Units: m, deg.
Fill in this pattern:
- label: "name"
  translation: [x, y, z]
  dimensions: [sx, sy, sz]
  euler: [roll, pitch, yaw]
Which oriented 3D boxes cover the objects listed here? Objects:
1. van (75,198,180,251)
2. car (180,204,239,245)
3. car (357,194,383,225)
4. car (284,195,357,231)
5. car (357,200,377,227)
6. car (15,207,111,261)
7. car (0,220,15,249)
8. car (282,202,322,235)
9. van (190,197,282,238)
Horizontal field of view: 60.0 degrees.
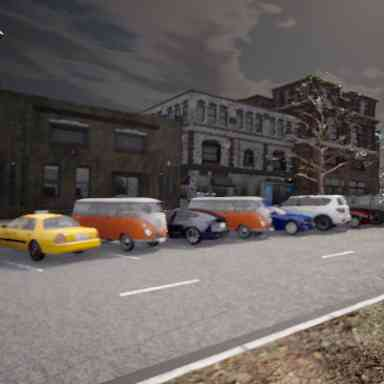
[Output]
- label: "van"
  translation: [-2.932, 1.241, 13.750]
  dimensions: [4.442, 1.987, 1.878]
  euler: [-1, -1, 35]
- label: "car"
  translation: [-0.584, 1.502, 15.550]
  dimensions: [4.792, 1.488, 2.163]
  euler: [-1, -1, 35]
- label: "car"
  translation: [11.762, 1.243, 24.129]
  dimensions: [5.566, 2.045, 2.435]
  euler: [-1, -1, 35]
- label: "car"
  translation: [6.826, 1.234, 20.702]
  dimensions: [5.566, 2.045, 2.435]
  euler: [-1, -1, 35]
- label: "car"
  translation: [9.320, 1.489, 22.404]
  dimensions: [5.008, 1.535, 2.097]
  euler: [-1, -1, 35]
- label: "car"
  translation: [-5.651, 1.463, 12.182]
  dimensions: [5.366, 1.575, 1.946]
  euler: [-1, -1, 35]
- label: "car"
  translation: [-7.963, 1.459, 10.351]
  dimensions: [5.008, 1.535, 2.097]
  euler: [-1, -1, 34]
- label: "car"
  translation: [4.383, 1.481, 18.975]
  dimensions: [5.008, 1.535, 2.097]
  euler: [-1, -1, 35]
- label: "van"
  translation: [2.011, 1.250, 17.196]
  dimensions: [4.442, 1.987, 1.878]
  euler: [-1, -1, 35]
